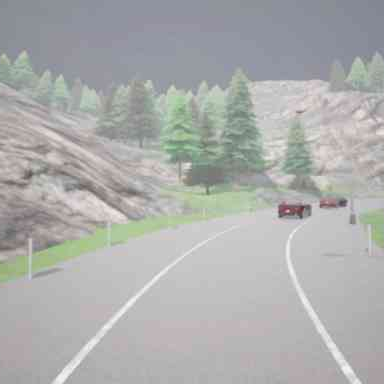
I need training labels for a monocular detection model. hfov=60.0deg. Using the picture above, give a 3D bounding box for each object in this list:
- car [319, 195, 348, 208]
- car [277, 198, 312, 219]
[{"bbox_3d":[16.098,1.035,37.708,1.994,1.385,4.181,0,1,43],"label":"car"},{"bbox_3d":[8.500,1.253,27.333,1.882,1.535,5.008,0,1,30],"label":"car"}]
